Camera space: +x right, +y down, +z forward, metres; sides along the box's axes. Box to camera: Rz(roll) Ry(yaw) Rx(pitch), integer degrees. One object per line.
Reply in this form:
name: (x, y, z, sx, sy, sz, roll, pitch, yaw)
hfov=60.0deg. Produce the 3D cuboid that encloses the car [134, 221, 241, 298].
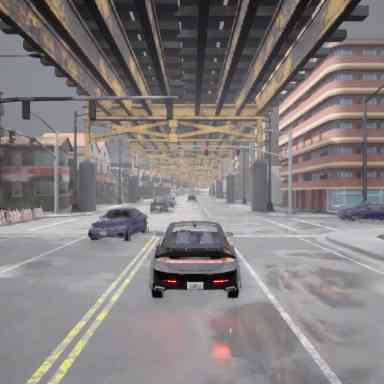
car: (0.071, 1.492, 8.480, 2.128, 1.511, 4.902, 0, 0, 0)

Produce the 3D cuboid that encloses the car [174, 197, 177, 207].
car: (-3.604, 1.351, 48.002, 2.097, 1.767, 4.553, 0, 0, 0)

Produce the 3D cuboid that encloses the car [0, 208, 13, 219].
car: (-16.769, 1.453, 25.955, 4.974, 1.542, 2.038, 0, 0, -20)

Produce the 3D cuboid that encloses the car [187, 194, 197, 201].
car: (-0.021, 1.348, 78.434, 1.837, 1.490, 4.892, 0, 1, 0)

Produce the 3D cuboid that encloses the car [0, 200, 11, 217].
car: (-16.817, 1.295, 25.937, 4.536, 1.218, 1.853, 0, 0, -20)

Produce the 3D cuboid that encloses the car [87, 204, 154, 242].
car: (-3.515, 1.526, 16.598, 1.812, 1.442, 4.674, -1, 0, 8)

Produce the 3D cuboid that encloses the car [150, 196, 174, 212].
car: (-3.607, 1.491, 37.948, 2.128, 1.511, 4.902, 0, 0, 0)

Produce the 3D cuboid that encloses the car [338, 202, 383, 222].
car: (13.623, 1.526, 25.391, 4.674, 1.442, 1.812, 0, 0, 0)

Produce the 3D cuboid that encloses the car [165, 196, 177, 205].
car: (-3.597, 1.512, 58.027, 1.812, 1.442, 4.674, 0, 0, 0)
